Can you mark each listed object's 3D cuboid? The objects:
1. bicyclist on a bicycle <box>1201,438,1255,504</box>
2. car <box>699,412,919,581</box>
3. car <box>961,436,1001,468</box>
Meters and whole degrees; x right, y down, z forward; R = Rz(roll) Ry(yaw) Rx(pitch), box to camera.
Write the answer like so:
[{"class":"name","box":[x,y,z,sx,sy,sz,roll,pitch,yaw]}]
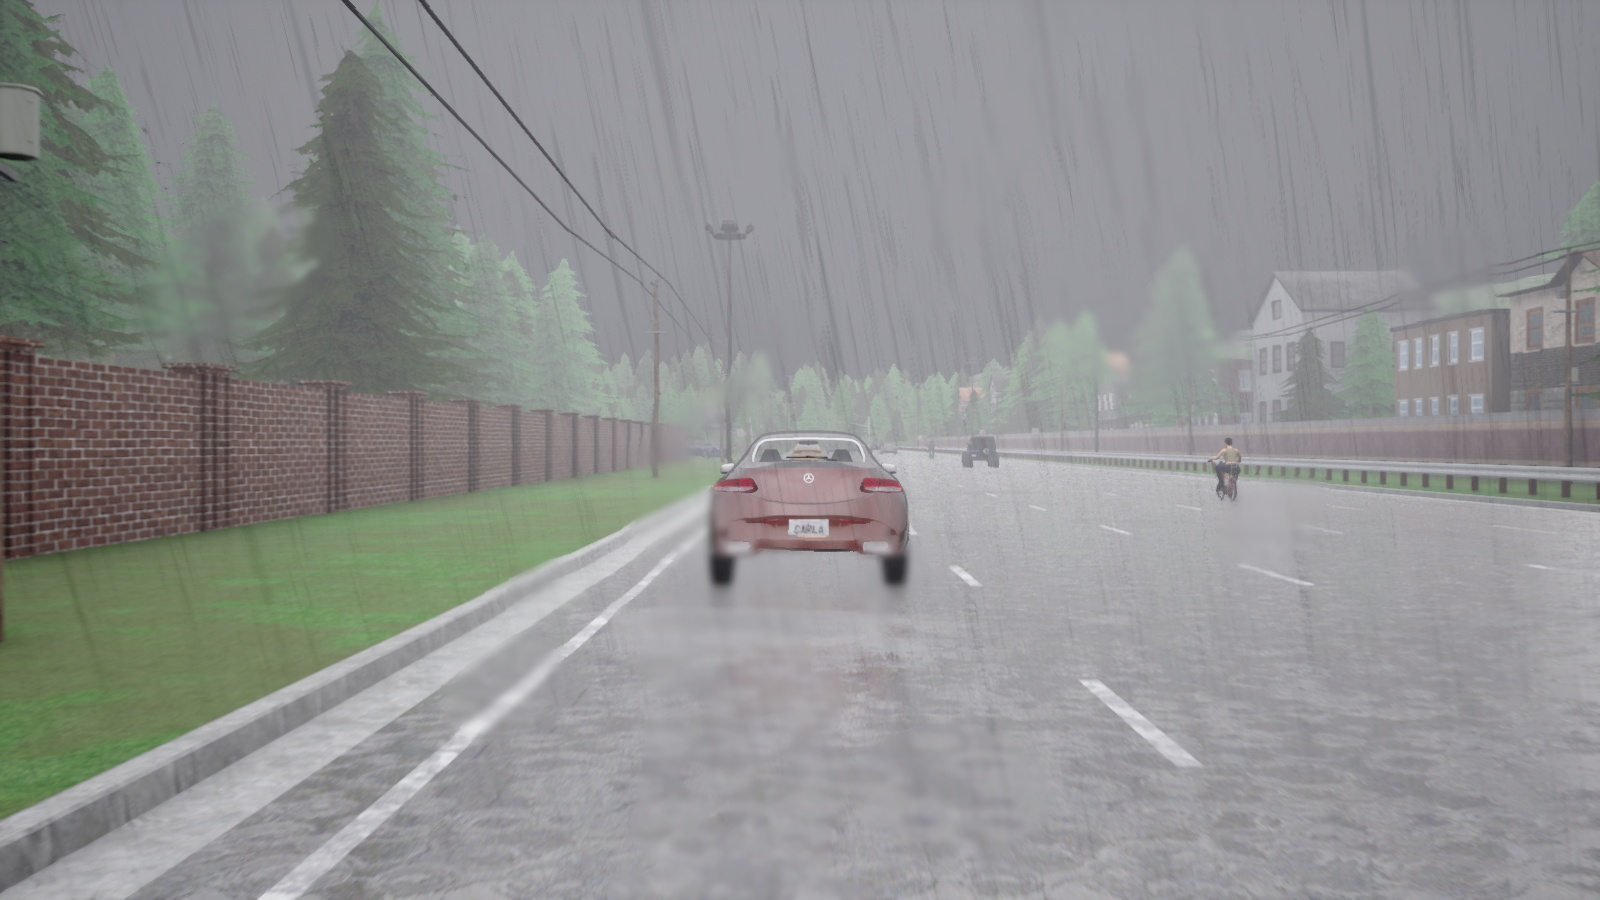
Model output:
[{"class":"bicyclist on a bicycle","box":[10.690,0.515,31.412,0.866,1.612,1.509,0,0,1]},{"class":"car","box":[0.100,0.442,14.820,2.152,1.651,5.027,0,0,0]},{"class":"car","box":[10.951,0.121,76.283,1.905,1.878,3.866,0,0,0]}]
